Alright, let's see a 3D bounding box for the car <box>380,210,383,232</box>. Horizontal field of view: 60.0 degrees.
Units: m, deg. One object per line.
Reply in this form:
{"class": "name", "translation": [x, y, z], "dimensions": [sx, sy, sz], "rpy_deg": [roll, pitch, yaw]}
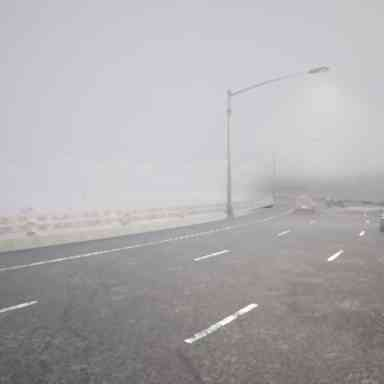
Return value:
{"class": "car", "translation": [11.563, 1.440, 18.494], "dimensions": [1.812, 1.442, 4.674], "rpy_deg": [0, 0, 31]}

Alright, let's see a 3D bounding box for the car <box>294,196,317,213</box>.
{"class": "car", "translation": [11.722, 1.411, 34.193], "dimensions": [1.994, 1.385, 4.181], "rpy_deg": [0, 0, 24]}

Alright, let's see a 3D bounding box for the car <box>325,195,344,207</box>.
{"class": "car", "translation": [19.678, 1.143, 46.127], "dimensions": [2.097, 1.767, 4.553], "rpy_deg": [0, 0, 17]}
